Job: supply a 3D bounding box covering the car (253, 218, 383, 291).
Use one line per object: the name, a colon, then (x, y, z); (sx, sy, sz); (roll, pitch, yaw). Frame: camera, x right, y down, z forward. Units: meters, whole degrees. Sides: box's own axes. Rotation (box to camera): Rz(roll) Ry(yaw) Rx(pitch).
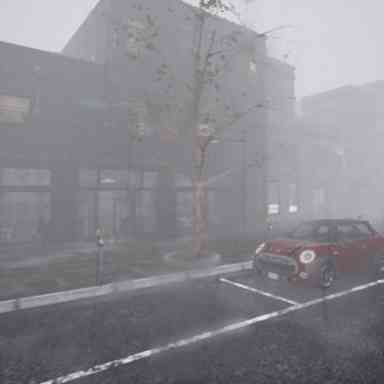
car: (3.567, 1.495, 9.117); (4.097, 1.590, 1.967); (0, -1, -36)
